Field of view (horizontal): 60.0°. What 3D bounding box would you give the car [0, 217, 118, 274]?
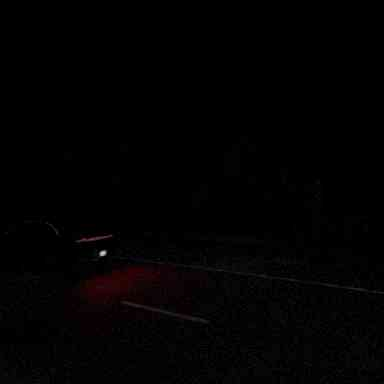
[{"bbox_3d":[-4.637,1.559,10.722,4.902,1.511,2.128,-1,0,30],"label":"car"}]
